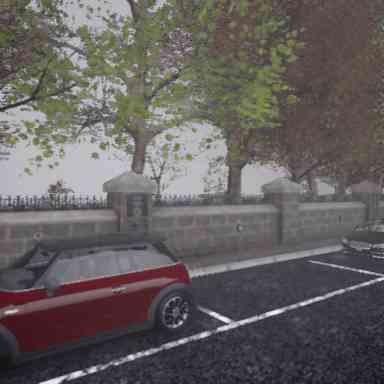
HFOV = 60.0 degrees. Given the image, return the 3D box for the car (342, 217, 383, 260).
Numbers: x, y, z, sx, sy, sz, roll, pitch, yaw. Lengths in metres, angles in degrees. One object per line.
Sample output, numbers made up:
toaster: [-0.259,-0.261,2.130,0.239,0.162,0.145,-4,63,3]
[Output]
car: [6.985,1.547,11.633,4.403,1.369,2.008,0,0,-35]

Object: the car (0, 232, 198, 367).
car: [-1.987,1.440,5.139,4.097,1.590,1.967,0,0,-35]
